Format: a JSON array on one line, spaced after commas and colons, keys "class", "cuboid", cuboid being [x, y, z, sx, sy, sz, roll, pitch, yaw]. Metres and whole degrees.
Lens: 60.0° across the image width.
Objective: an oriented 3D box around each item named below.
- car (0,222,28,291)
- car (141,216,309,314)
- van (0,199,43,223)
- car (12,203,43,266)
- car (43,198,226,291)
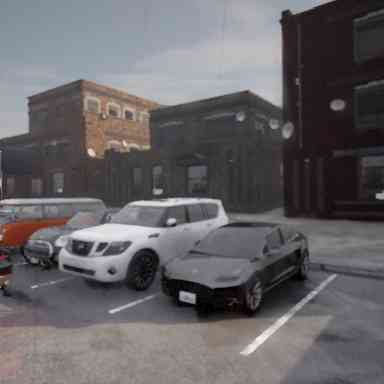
[{"class": "car", "cuboid": [-6.021, 1.498, 7.673, 4.892, 1.490, 1.837, 0, 0, 36]}, {"class": "car", "cuboid": [1.306, 1.509, 7.987, 2.163, 1.488, 4.792, 0, 0, 36]}, {"class": "van", "cuboid": [-5.480, 1.242, 12.721, 1.878, 1.987, 4.442, 0, 0, 36]}, {"class": "car", "cuboid": [-3.149, 1.348, 11.240, 2.185, 1.767, 4.553, 0, 0, 36]}, {"class": "car", "cuboid": [-0.938, 1.226, 9.589, 2.435, 2.045, 5.566, 0, 0, 36]}]
